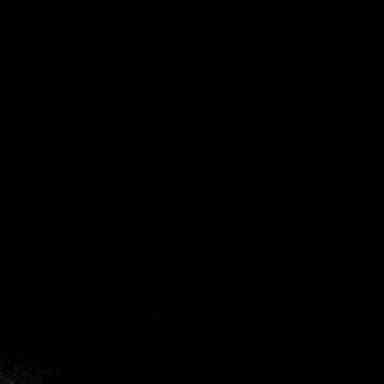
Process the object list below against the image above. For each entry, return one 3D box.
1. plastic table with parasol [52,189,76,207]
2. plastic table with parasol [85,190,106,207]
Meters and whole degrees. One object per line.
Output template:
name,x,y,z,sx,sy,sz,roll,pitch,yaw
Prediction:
plastic table with parasol,-18.135,0.874,47.196,2.482,2.480,2.482,-1,0,-3
plastic table with parasol,-14.399,0.947,49.548,2.482,2.480,2.482,2,0,-5
